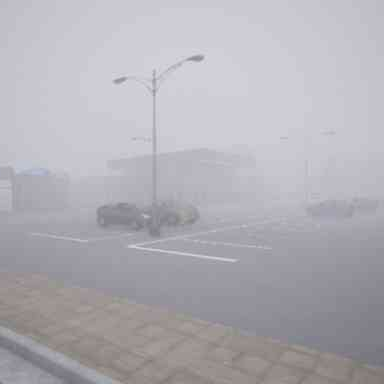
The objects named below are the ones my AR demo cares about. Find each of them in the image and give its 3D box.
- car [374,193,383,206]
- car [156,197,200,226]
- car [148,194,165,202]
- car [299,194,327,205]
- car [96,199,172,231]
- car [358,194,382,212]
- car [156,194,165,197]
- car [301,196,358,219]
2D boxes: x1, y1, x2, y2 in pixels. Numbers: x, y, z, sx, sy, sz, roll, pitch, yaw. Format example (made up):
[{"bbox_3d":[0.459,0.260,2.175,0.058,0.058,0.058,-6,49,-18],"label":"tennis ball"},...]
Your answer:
[{"bbox_3d":[25.092,1.105,44.992,4.605,1.855,1.932,0,0,36],"label":"car"},{"bbox_3d":[-1.907,1.352,22.228,5.027,1.636,2.152,0,0,36],"label":"car"},{"bbox_3d":[-8.522,1.391,79.574,1.905,1.878,3.866,0,0,36],"label":"car"},{"bbox_3d":[18.215,1.381,49.952,3.806,1.475,1.970,0,0,36],"label":"car"},{"bbox_3d":[-3.711,1.361,19.661,4.514,1.523,2.007,0,0,36],"label":"car"},{"bbox_3d":[17.185,1.307,35.341,4.514,1.523,2.007,0,0,36],"label":"car"},{"bbox_3d":[-6.498,1.550,72.735,2.242,1.667,4.611,0,0,36],"label":"car"},{"bbox_3d":[11.269,1.329,27.287,3.633,1.501,1.845,0,0,36],"label":"car"}]
